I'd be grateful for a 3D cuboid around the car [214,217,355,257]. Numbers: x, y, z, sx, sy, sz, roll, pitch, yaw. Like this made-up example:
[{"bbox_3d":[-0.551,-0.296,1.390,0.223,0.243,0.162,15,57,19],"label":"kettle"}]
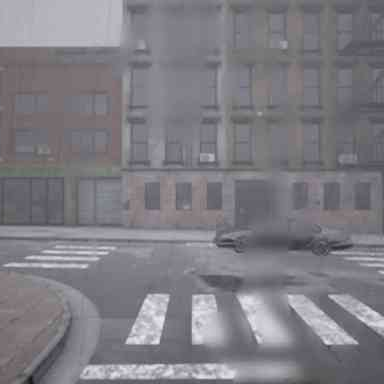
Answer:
[{"bbox_3d":[3.622,1.749,13.537,5.357,1.411,2.033,1,-1,0],"label":"car"}]
